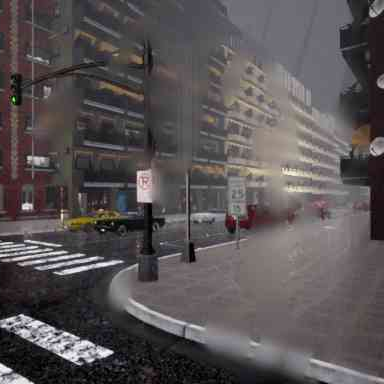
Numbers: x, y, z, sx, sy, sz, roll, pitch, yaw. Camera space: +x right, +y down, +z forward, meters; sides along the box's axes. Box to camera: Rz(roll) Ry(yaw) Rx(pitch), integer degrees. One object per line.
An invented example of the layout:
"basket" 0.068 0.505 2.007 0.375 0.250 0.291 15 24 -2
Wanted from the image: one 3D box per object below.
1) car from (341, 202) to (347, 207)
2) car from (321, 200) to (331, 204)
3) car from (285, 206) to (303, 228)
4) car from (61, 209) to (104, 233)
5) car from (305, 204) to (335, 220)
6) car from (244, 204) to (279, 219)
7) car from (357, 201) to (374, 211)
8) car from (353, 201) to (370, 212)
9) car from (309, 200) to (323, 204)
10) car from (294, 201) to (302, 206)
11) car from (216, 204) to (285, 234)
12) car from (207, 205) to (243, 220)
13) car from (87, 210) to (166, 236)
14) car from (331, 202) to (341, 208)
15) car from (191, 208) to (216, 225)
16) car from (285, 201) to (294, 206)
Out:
"car" 39.364 3.281 87.080 1.947 1.339 4.313 -1 -2 35
"car" 26.368 2.640 68.525 2.192 1.841 5.009 -1 -2 35
"car" 7.259 2.043 26.666 1.887 1.381 4.507 -1 -2 35
"car" -6.209 1.834 21.984 1.752 1.417 4.829 -1 -2 35
"car" 13.755 2.284 35.944 1.802 1.307 4.206 -1 -2 35
"car" 7.889 2.171 37.560 2.128 1.511 4.902 0 -1 35
"car" 33.241 2.621 63.788 2.192 1.841 5.009 -1 -2 35
"car" 29.992 2.522 59.148 2.192 1.841 5.009 -1 -2 35
"car" 23.122 2.770 63.881 1.887 1.381 4.507 -1 -2 35
"car" 16.624 2.340 54.607 2.192 1.841 5.009 -1 -2 35
"car" 4.009 1.711 22.033 2.192 1.841 5.009 -1 -2 35
"car" 3.634 2.164 36.042 1.887 1.381 4.507 -1 -2 35
"car" -3.830 1.911 20.841 1.895 1.301 4.718 0 -1 35
"car" 32.866 3.066 77.800 1.887 1.381 4.507 -1 -2 35
"car" 1.915 2.093 29.048 1.895 1.301 4.718 0 -1 35
"car" 13.279 2.446 49.822 1.752 1.417 4.829 -1 -2 35
